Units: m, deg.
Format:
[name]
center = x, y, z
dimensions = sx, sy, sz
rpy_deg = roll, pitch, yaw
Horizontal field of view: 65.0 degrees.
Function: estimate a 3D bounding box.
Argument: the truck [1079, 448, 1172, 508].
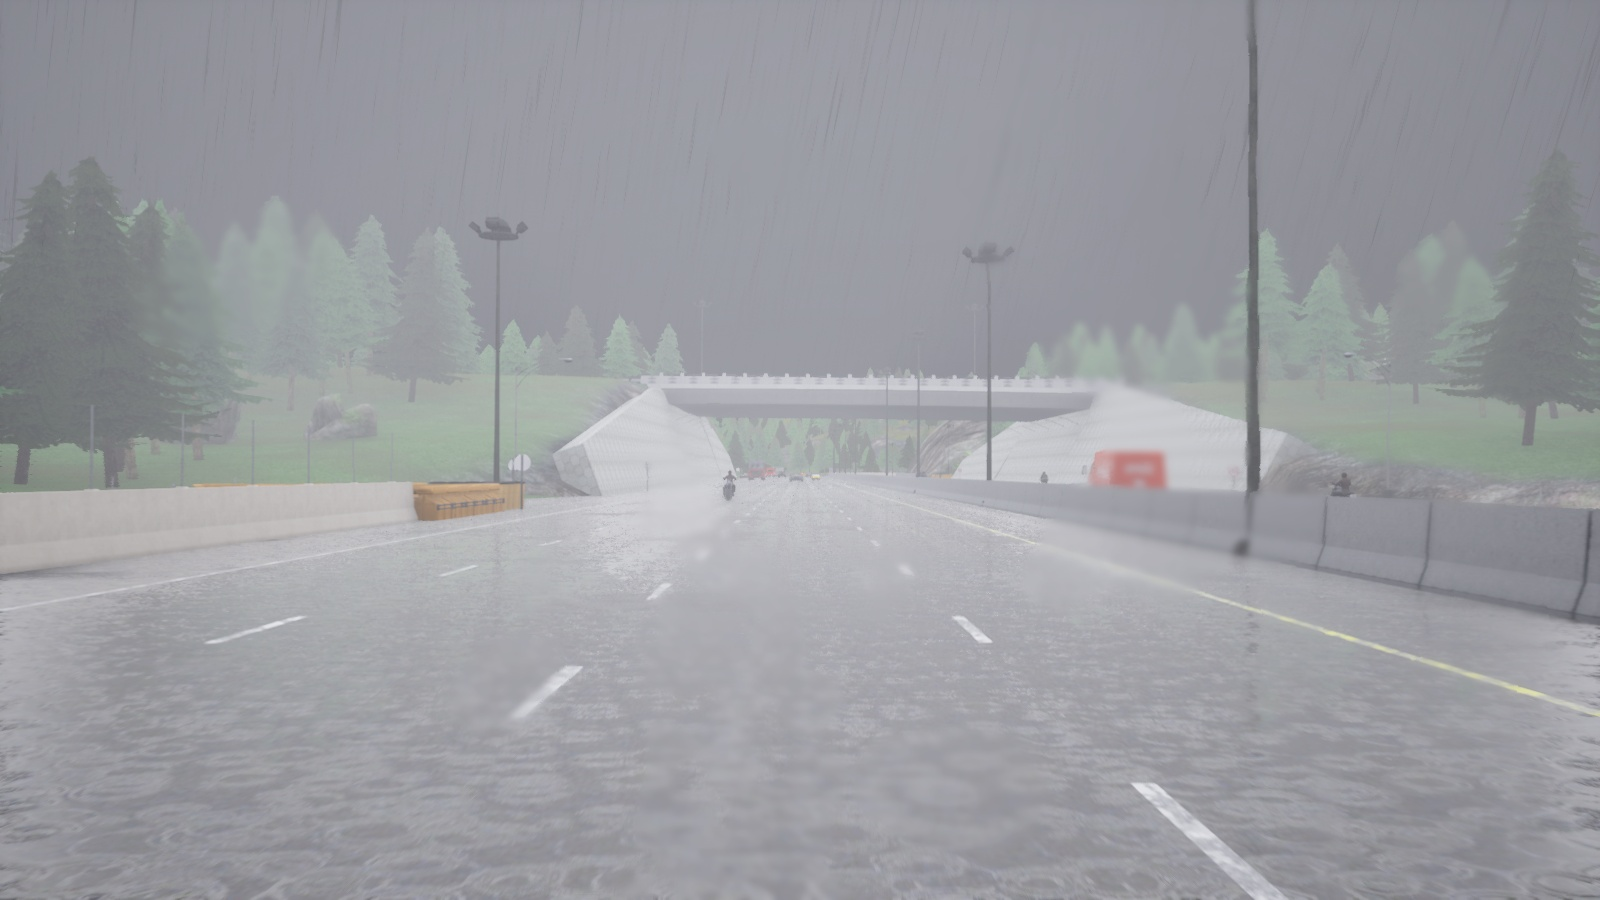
[truck]
center = 13.868, 1.199, 53.922
dimensions = 2.627, 2.467, 5.204
rpy_deg = 0, -1, 0
